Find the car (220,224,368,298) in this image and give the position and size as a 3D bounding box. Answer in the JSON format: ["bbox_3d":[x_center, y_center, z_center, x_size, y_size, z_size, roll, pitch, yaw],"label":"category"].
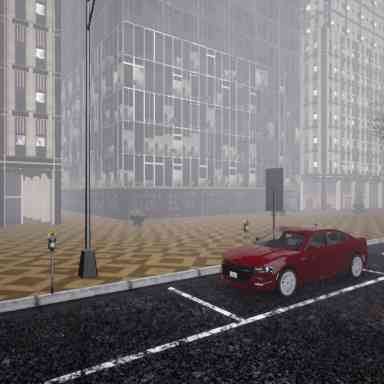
[{"bbox_3d":[2.724,1.545,8.515,4.507,1.381,1.887,0,0,-36],"label":"car"}]
